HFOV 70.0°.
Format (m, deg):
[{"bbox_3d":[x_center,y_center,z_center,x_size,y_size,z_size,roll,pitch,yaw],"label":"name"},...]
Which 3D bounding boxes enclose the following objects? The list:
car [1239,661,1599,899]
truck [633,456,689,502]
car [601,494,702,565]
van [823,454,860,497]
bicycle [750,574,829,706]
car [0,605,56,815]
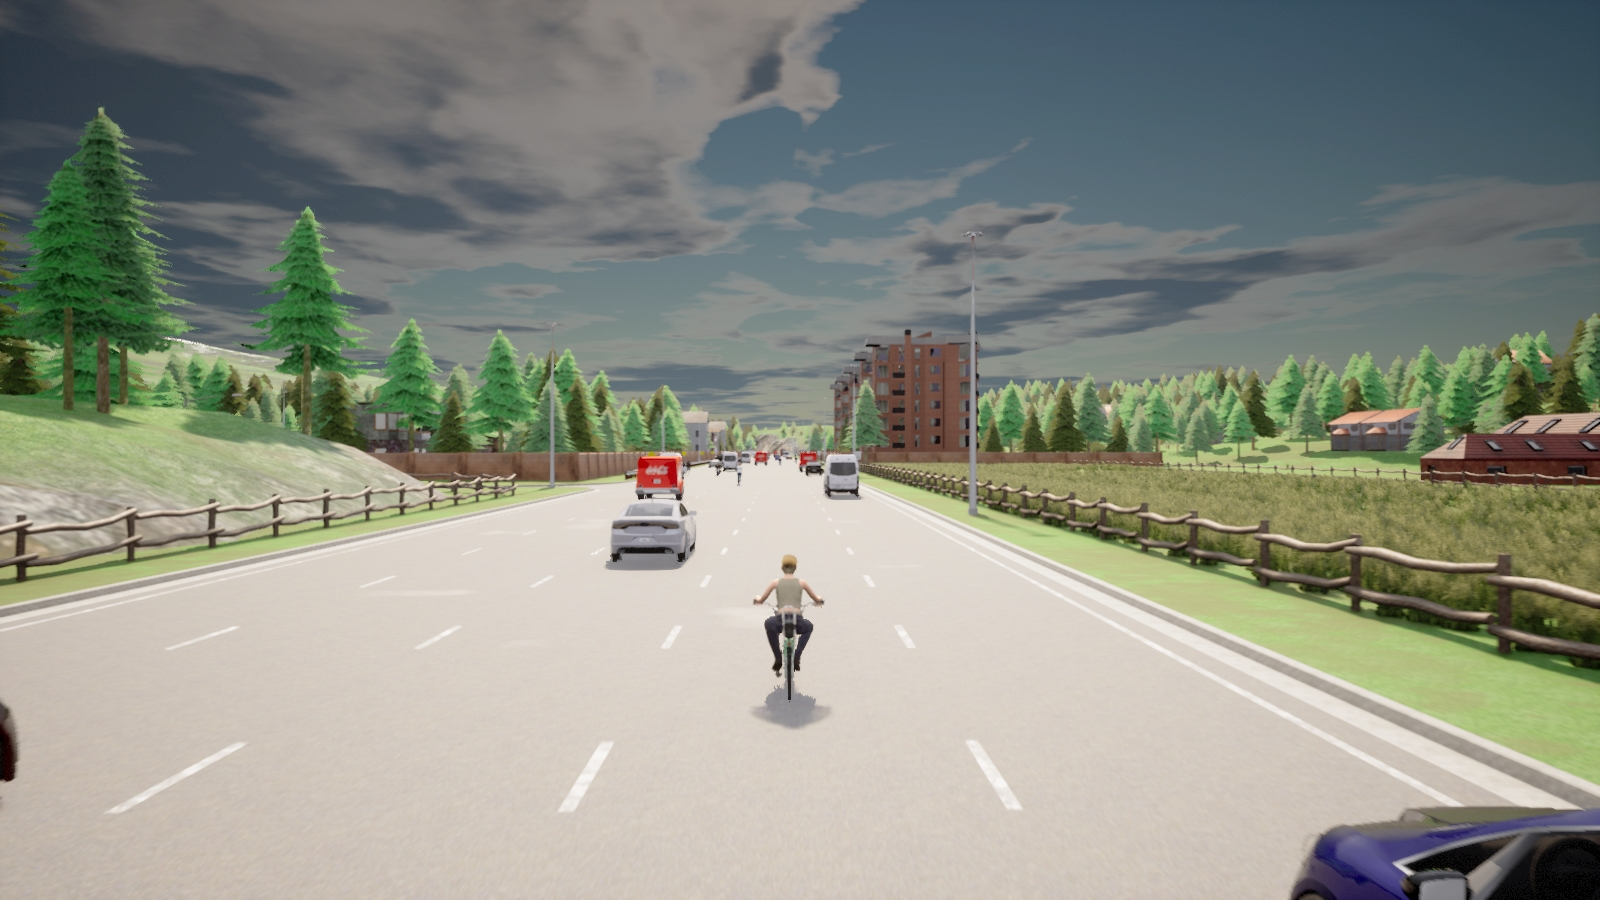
[{"bbox_3d":[3.509,1.969,3.847,2.242,1.667,4.611,0,0,-1],"label":"car"},{"bbox_3d":[-7.846,1.596,64.991,2.627,2.467,5.204,0,0,-1],"label":"truck"},{"bbox_3d":[-3.840,2.046,30.454,2.097,1.535,5.006,0,0,-1],"label":"car"},{"bbox_3d":[2.543,1.562,71.622,1.988,2.561,5.915,0,0,-1],"label":"van"},{"bbox_3d":[-0.128,2.163,13.267,0.859,1.276,1.487,0,0,-1],"label":"bicycle"},{"bbox_3d":[-7.150,2.043,7.183,2.007,1.525,4.514,0,0,0],"label":"car"}]
